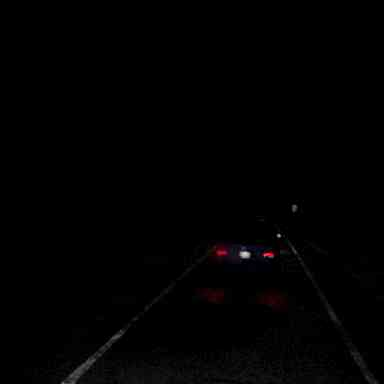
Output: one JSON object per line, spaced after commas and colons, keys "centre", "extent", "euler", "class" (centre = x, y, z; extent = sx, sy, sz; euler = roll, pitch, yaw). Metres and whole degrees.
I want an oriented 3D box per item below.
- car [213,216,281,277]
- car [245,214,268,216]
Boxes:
{"centre": [1.894, 1.711, 10.867], "extent": [2.033, 1.411, 5.357], "euler": [0, -2, 13], "class": "car"}
{"centre": [5.949, 2.649, 29.090], "extent": [1.882, 1.535, 5.008], "euler": [0, -4, 13], "class": "car"}
